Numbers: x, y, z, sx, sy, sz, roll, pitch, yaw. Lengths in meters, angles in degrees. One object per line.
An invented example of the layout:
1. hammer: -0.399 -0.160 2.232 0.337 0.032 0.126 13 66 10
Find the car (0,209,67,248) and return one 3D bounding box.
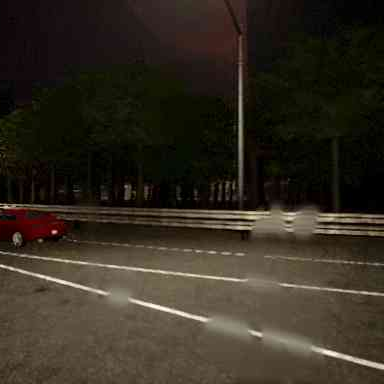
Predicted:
1. car: -7.825 1.494 14.856 5.008 1.535 1.882 0 0 28
